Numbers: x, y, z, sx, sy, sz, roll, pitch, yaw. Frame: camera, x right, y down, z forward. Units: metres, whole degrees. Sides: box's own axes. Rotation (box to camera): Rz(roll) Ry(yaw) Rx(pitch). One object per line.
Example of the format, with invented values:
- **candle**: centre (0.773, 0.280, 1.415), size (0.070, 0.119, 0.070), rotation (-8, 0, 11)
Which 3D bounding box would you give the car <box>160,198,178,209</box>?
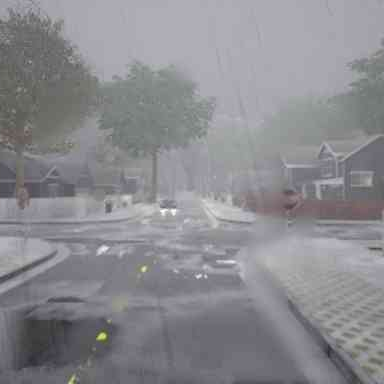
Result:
- **car**: centre (-2.754, 1.393, 40.269), size (1.994, 1.385, 4.181), rotation (0, 1, 0)
